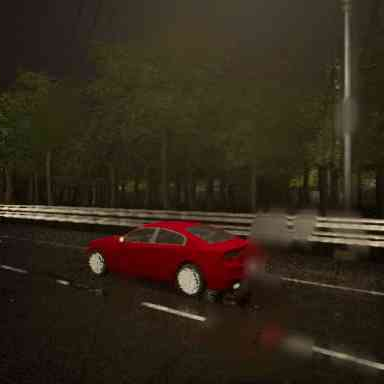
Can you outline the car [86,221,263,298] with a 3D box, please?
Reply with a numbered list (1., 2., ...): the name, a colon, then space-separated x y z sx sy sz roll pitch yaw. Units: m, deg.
1. car: -0.683 1.500 8.658 5.008 1.535 1.882 0 0 36
